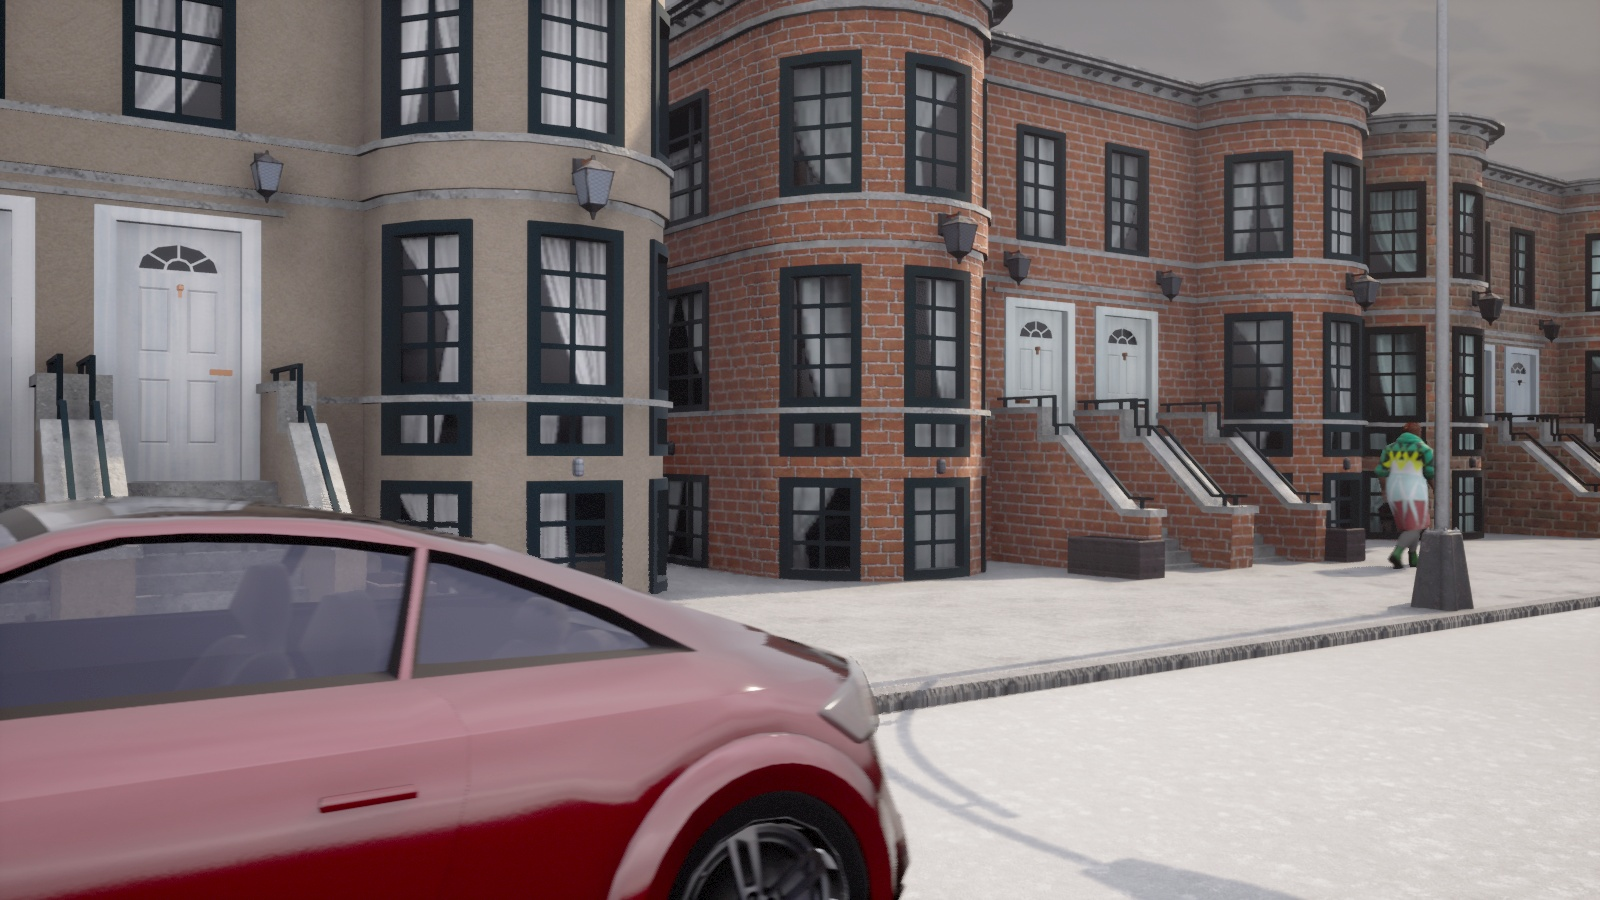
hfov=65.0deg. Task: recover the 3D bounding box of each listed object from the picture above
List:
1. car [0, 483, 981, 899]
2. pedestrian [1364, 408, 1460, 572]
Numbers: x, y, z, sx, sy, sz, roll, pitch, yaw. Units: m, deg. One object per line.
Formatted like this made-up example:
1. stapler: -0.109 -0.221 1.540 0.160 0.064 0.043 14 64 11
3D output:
1. car: -1.798 0.820 3.016 4.181 1.385 1.994 0 0 -35
2. pedestrian: 7.493 0.476 15.384 0.873 1.952 0.659 0 0 -28
